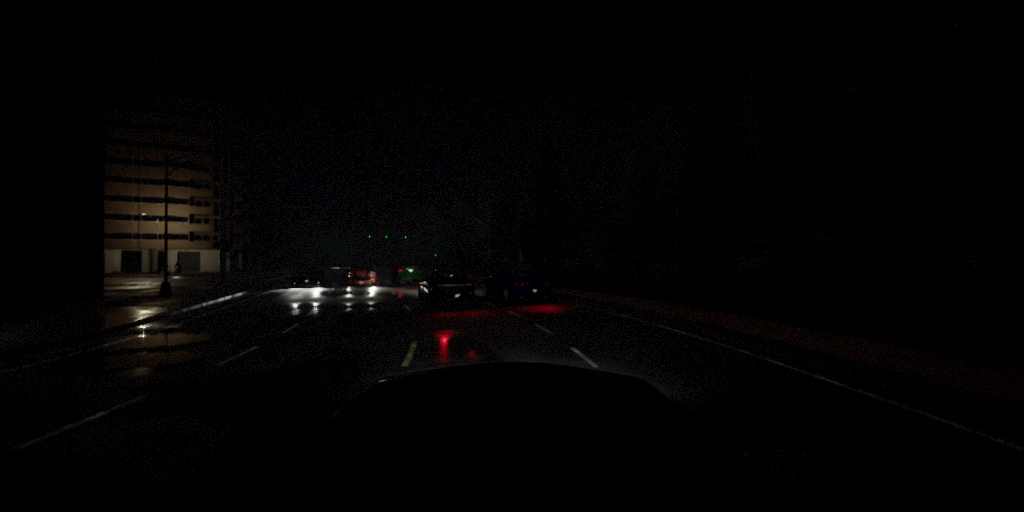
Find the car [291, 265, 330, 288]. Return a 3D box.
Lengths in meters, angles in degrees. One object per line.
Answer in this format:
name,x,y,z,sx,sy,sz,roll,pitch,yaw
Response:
car,-15.067,1.584,26.810,1.994,1.385,4.181,0,-1,-23

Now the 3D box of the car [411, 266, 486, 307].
car,-3.100,1.388,16.461,2.128,1.511,4.902,0,0,-23

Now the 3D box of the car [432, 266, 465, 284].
car,-5.701,1.607,31.641,1.994,1.385,4.181,0,-1,-23

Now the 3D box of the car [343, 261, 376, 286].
car,-11.936,1.376,28.397,2.097,1.767,4.553,0,0,-23

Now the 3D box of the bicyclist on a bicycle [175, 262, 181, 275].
bicyclist on a bicycle,-43.894,1.631,47.140,0.582,1.620,1.656,0,0,-24

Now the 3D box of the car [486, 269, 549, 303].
car,0.053,1.380,17.995,1.882,1.535,5.008,0,0,-23

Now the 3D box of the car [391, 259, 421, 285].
car,-8.824,1.252,30.035,2.150,2.045,5.566,0,0,-23
